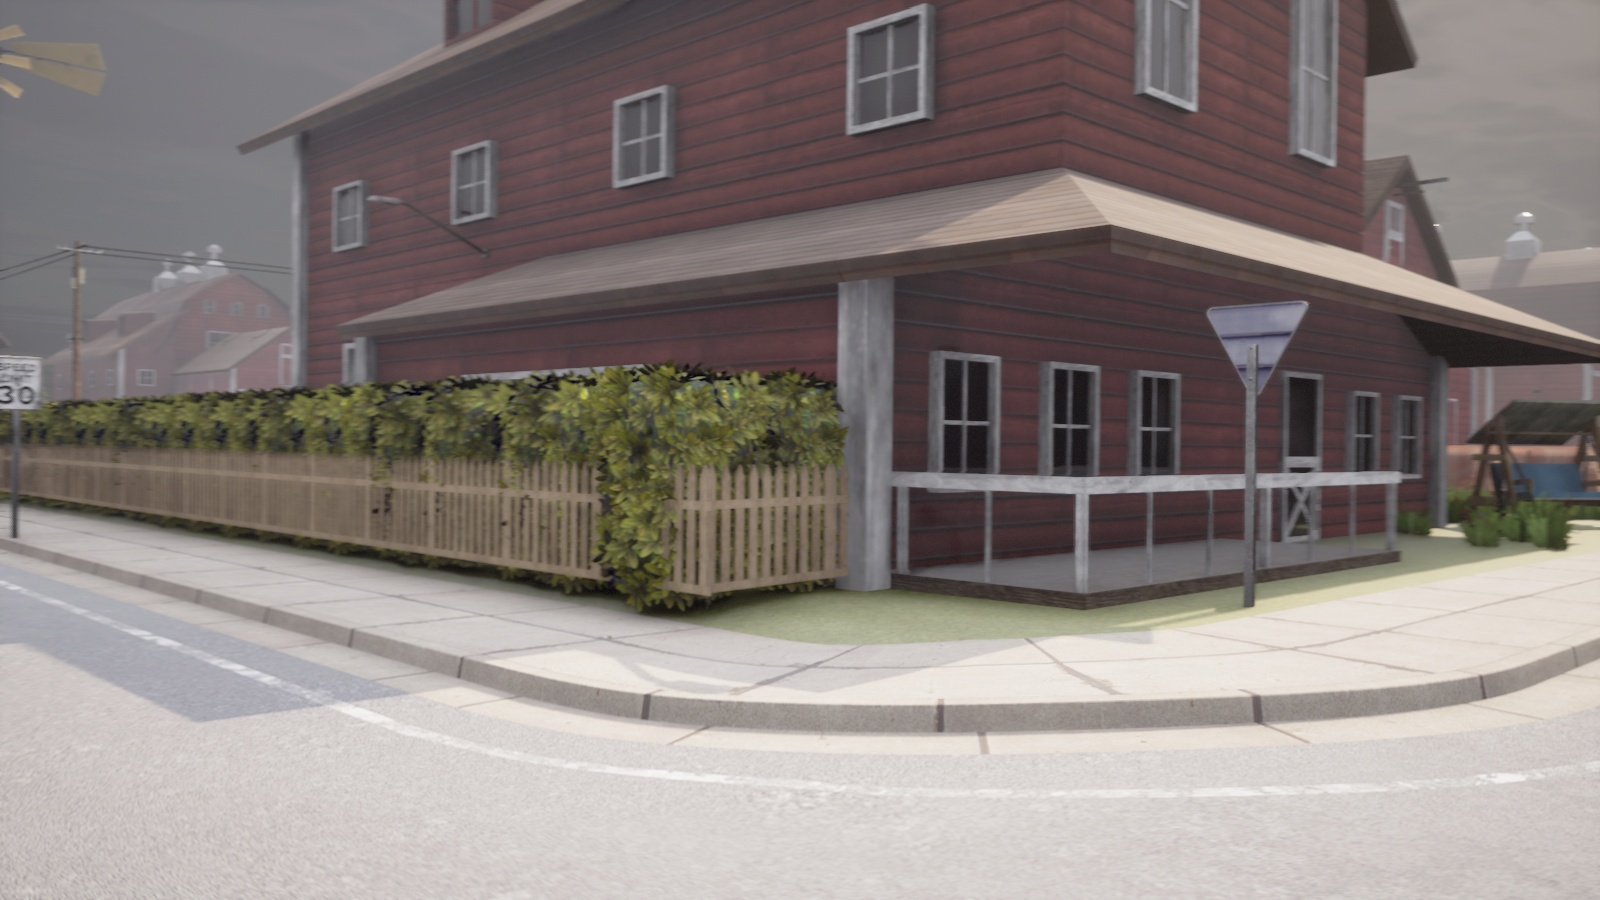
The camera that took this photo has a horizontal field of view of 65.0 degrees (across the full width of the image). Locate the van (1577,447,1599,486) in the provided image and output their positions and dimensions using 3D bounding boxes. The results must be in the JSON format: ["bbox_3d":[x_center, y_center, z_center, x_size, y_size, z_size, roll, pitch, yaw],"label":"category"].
[{"bbox_3d":[43.045,0.907,64.881,2.069,2.038,4.480,1,0,-27],"label":"van"}]
